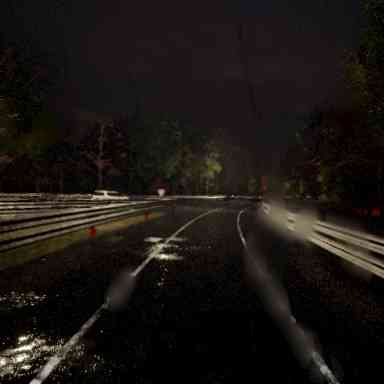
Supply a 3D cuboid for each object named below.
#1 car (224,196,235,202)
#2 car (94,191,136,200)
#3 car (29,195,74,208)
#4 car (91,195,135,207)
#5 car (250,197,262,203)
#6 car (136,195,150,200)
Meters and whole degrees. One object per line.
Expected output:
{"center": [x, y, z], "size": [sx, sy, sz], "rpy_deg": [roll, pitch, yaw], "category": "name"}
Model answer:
{"center": [9.942, 1.814, 87.942], "size": [1.812, 1.442, 4.674], "rpy_deg": [2, 0, 27], "category": "car"}
{"center": [-10.019, 0.898, 41.695], "size": [2.150, 2.045, 5.566], "rpy_deg": [2, 0, 27], "category": "car"}
{"center": [-15.910, 1.008, 37.944], "size": [2.033, 1.411, 5.357], "rpy_deg": [2, 0, 27], "category": "car"}
{"center": [-8.771, 1.348, 36.523], "size": [1.895, 1.301, 4.718], "rpy_deg": [2, 0, 27], "category": "car"}
{"center": [16.263, 2.026, 84.931], "size": [1.882, 1.535, 5.008], "rpy_deg": [2, 0, 27], "category": "car"}
{"center": [-8.560, 1.250, 52.156], "size": [2.033, 1.411, 5.357], "rpy_deg": [2, 0, 27], "category": "car"}
